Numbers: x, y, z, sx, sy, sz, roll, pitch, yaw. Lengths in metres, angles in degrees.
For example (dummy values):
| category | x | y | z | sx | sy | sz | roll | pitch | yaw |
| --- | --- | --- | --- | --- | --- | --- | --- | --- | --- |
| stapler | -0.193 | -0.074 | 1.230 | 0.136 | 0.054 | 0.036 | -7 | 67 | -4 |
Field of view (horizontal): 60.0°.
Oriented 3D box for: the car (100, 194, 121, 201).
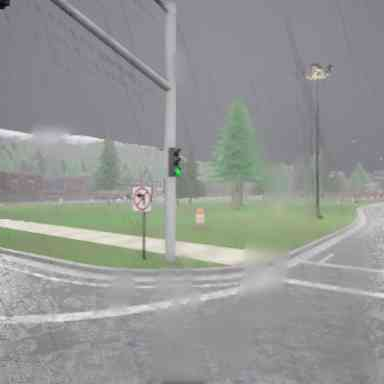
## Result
| category | x | y | z | sx | sy | sz | roll | pitch | yaw |
| --- | --- | --- | --- | --- | --- | --- | --- | --- | --- |
| car | -19.240 | 1.354 | 81.412 | 1.882 | 1.535 | 5.008 | 0 | 0 | 35 |

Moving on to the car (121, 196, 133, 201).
| category | x | y | z | sx | sy | sz | roll | pitch | yaw |
| --- | --- | --- | --- | --- | --- | --- | --- | --- | --- |
| car | -13.517 | 1.473 | 77.381 | 1.895 | 1.301 | 4.718 | 0 | 0 | 35 |

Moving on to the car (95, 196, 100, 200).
| category | x | y | z | sx | sy | sz | roll | pitch | yaw |
| --- | --- | --- | --- | --- | --- | --- | --- | --- | --- |
| car | -22.093 | 1.231 | 83.439 | 2.097 | 1.767 | 4.553 | 0 | 0 | 35 |
